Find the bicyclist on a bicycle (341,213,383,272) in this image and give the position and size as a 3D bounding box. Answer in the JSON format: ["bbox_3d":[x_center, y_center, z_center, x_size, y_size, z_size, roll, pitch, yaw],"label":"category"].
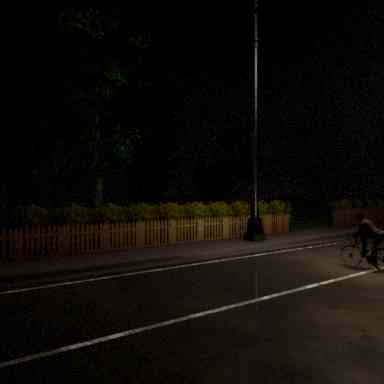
[{"bbox_3d":[5.068,1.455,9.661,0.582,1.620,1.656,0,-2,-34],"label":"bicyclist on a bicycle"}]

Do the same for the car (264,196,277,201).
[{"bbox_3d":[15.304,1.505,60.183,1.837,1.490,4.892,0,0,-34],"label":"car"}]
